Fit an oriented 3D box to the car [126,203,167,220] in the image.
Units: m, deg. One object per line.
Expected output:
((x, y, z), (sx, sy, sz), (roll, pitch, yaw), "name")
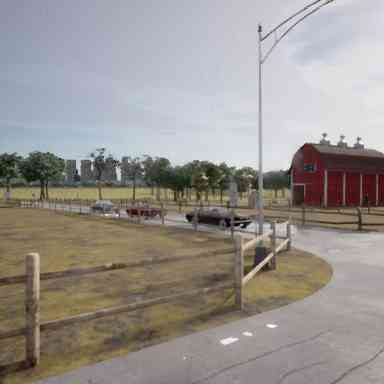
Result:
((-4.114, 1.670, 29.637), (1.895, 1.301, 4.718), (-1, 0, -35), "car")

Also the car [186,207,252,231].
((1.639, 1.643, 21.492), (1.895, 1.301, 4.718), (-1, 1, -36), "car")

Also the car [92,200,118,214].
((-10.023, 1.658, 38.049), (1.812, 1.442, 4.674), (-1, 0, -35), "car")
